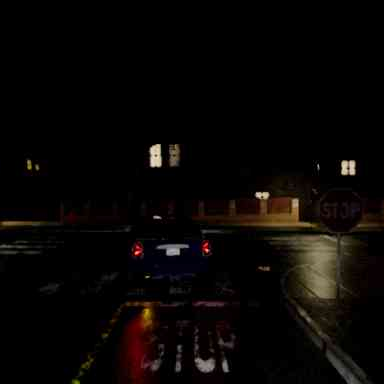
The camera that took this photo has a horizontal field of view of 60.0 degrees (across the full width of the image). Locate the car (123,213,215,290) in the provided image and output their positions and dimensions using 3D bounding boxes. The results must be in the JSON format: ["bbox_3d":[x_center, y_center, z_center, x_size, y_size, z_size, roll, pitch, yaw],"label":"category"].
[{"bbox_3d":[-0.863,1.402,9.543,2.097,1.767,4.553,0,-1,-12],"label":"car"}]
